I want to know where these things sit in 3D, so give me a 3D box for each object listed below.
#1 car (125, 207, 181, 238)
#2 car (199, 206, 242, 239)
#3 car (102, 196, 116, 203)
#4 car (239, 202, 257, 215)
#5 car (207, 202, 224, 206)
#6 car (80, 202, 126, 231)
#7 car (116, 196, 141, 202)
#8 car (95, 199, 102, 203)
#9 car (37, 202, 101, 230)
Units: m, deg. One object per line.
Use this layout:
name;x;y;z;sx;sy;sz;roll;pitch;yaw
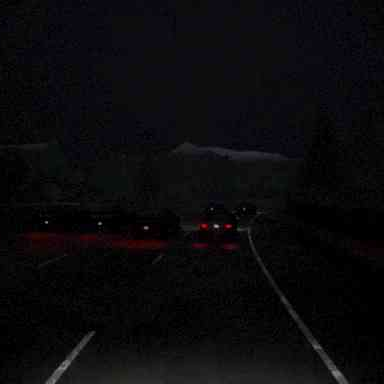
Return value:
car;-1.894;1.624;18.749;1.882;1.535;5.008;0;0;8
car;1.535;1.702;18.289;2.033;1.411;5.357;0;0;9
car;-14.225;1.695;64.061;2.150;2.045;5.566;0;-1;24
car;6.550;1.907;39.536;1.994;1.385;4.181;0;0;18
car;2.795;1.892;39.301;1.994;1.385;4.181;0;0;17
car;-4.972;1.652;21.721;2.128;1.511;4.902;0;0;9
car;-11.427;1.940;61.692;1.882;1.535;5.008;0;-1;24
car;-17.287;1.975;65.718;1.837;1.490;4.892;0;0;23
car;-8.391;1.646;22.466;2.128;1.511;4.902;0;0;9
